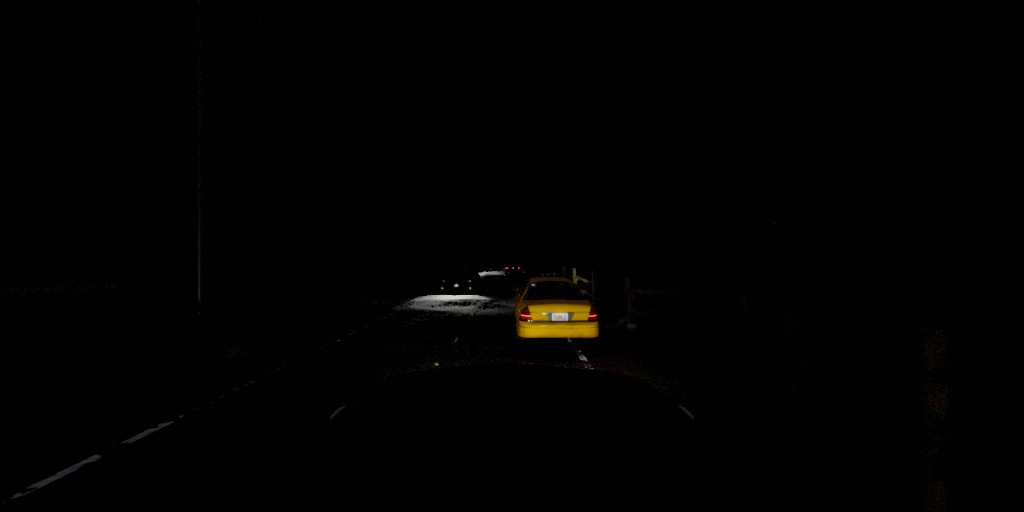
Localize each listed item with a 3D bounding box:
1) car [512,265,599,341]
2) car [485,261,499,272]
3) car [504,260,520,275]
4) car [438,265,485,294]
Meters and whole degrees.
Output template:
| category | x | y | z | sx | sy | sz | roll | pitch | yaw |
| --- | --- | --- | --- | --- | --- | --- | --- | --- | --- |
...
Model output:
| category | x | y | z | sx | sy | sz | roll | pitch | yaw |
| --- | --- | --- | --- | --- | --- | --- | --- | --- | --- |
| car | 0.972 | 1.204 | 9.814 | 1.801 | 1.575 | 5.366 | 0 | 0 | 0 |
| car | -2.698 | 1.362 | 47.669 | 1.895 | 1.301 | 4.718 | 0 | 0 | 0 |
| car | 0.125 | 1.303 | 39.701 | 2.033 | 1.411 | 5.357 | 0 | 0 | 0 |
| car | -2.830 | 1.312 | 20.164 | 1.994 | 1.385 | 4.181 | 0 | 0 | 0 |
